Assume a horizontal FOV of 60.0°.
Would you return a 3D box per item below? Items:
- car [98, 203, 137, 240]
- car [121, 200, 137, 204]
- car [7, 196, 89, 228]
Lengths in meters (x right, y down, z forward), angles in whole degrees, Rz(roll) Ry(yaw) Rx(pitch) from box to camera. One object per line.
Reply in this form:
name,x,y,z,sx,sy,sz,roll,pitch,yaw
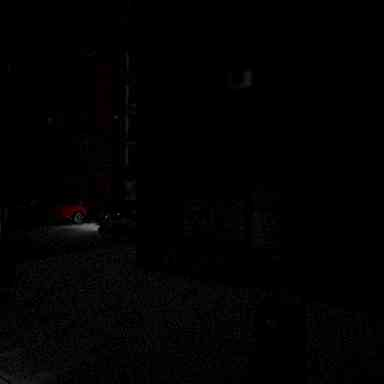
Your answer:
car,-2.361,1.459,16.635,1.752,1.417,4.829,1,1,36
car,-4.140,1.373,23.560,1.837,1.490,4.892,1,1,36
car,-8.969,1.161,21.187,2.192,1.841,5.009,1,1,36
